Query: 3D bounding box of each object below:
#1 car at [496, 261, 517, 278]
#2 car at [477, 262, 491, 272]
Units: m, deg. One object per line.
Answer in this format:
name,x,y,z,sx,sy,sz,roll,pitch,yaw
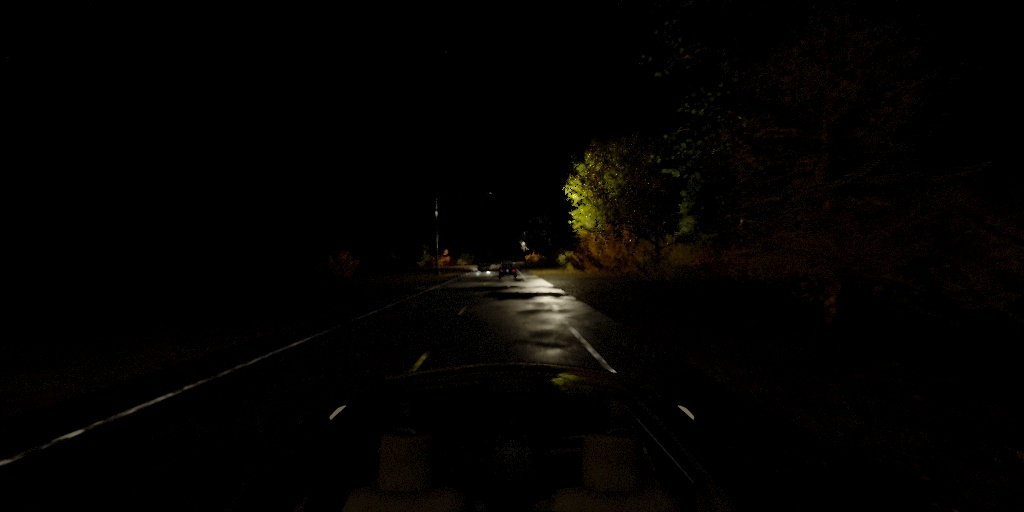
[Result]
car,-0.464,1.535,38.296,2.033,1.411,5.357,-1,0,-1
car,-4.387,1.671,56.223,1.882,1.535,5.008,-1,0,0
